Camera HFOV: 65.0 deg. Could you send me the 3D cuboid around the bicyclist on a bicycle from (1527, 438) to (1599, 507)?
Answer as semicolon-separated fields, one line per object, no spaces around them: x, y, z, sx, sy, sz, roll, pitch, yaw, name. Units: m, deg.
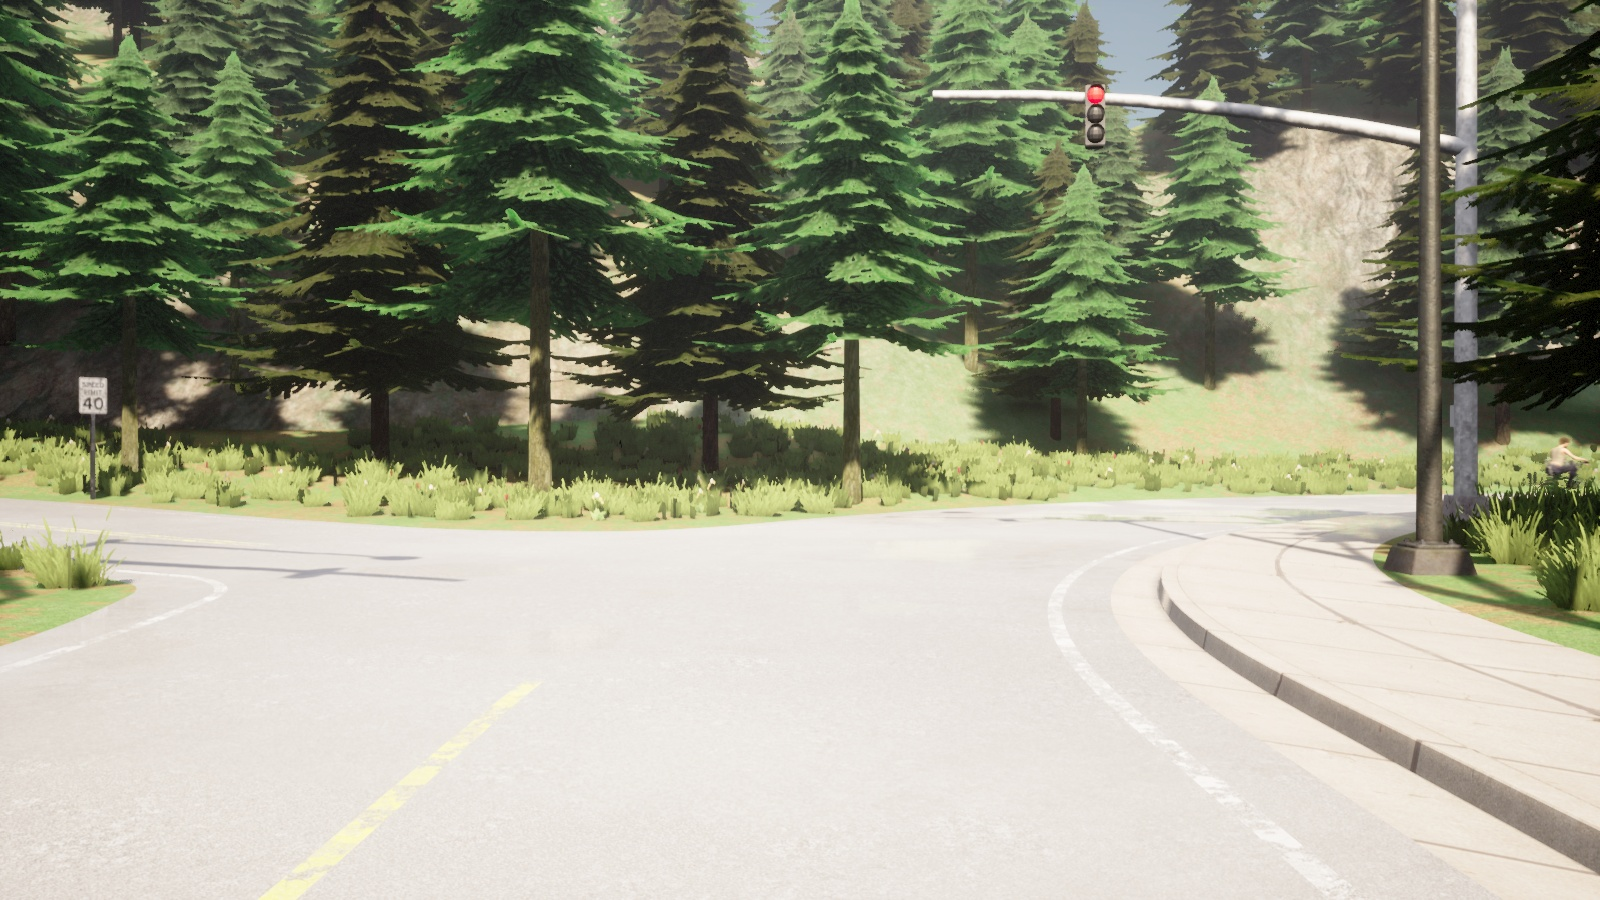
18.297;0.519;29.894;1.509;1.612;0.866;0;1;-14;bicyclist on a bicycle
